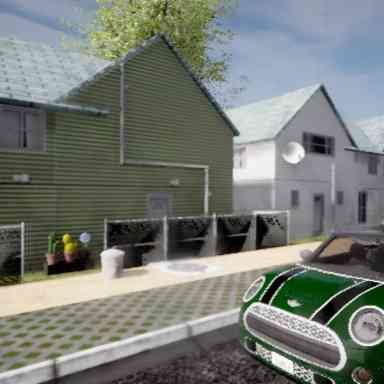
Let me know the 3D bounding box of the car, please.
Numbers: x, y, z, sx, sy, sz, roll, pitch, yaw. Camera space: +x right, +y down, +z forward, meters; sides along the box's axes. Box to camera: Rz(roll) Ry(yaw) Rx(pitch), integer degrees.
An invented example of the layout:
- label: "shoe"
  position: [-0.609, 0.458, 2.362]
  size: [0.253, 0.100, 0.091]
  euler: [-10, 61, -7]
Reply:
- label: "car"
  position: [2.863, 1.364, 5.111]
  size: [4.553, 1.767, 2.097]
  euler: [0, 0, -35]
